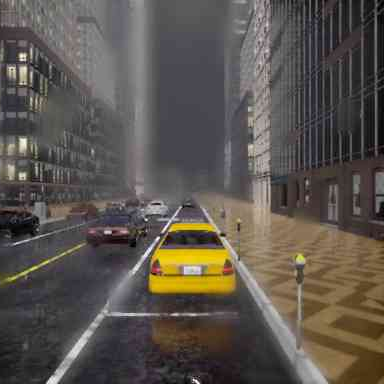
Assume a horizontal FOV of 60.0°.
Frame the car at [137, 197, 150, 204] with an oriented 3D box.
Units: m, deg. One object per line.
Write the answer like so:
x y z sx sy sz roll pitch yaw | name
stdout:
-8.832 1.550 61.338 1.802 1.307 4.206 0 0 0 | car

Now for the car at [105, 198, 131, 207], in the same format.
-8.833 1.537 38.569 2.008 1.369 4.403 0 0 0 | car

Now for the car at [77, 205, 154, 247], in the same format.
-3.144 1.545 14.932 2.033 1.411 5.357 0 0 0 | car

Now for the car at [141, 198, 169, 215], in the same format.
-3.140 1.517 30.325 1.812 1.442 4.674 0 0 0 | car

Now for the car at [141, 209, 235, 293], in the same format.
0.004 1.456 8.839 1.801 1.575 5.366 0 0 0 | car

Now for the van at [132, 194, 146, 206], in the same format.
-8.831 1.314 55.646 1.690 1.788 3.998 0 0 0 | van

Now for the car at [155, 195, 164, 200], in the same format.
-8.832 1.503 89.799 1.947 1.339 4.313 0 0 0 | car

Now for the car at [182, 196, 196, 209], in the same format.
-0.452 1.548 44.248 1.947 1.339 4.313 0 0 0 | car

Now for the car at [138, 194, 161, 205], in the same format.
-6.148 1.328 48.614 2.097 1.767 4.553 0 0 0 | car

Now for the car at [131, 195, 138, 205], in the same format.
-8.832 1.523 49.953 1.887 1.381 4.507 0 0 0 | car

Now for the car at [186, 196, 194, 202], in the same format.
-0.452 1.533 78.399 1.802 1.307 4.206 0 0 0 | car

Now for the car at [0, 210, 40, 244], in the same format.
-8.833 1.563 15.800 1.947 1.339 4.313 0 0 0 | car

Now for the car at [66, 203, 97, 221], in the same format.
-8.832 1.574 27.183 1.802 1.307 4.206 0 0 0 | car
